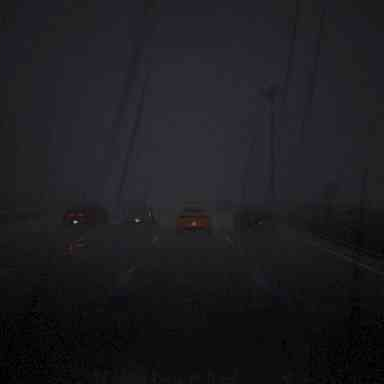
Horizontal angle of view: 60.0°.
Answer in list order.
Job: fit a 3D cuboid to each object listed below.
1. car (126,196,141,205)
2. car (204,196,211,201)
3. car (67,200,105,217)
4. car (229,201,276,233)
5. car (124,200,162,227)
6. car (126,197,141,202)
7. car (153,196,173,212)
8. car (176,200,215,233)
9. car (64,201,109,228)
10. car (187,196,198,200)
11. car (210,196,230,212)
[{"bbox_3d":[-10.477,1.568,60.184,1.812,1.442,4.674,0,0,0],"label":"car"},{"bbox_3d":[3.496,1.590,69.339,2.033,1.411,5.357,0,0,0],"label":"car"},{"bbox_3d":[-10.396,1.571,33.092,2.033,1.411,5.357,0,0,0],"label":"car"},{"bbox_3d":[3.603,1.492,19.805,1.882,1.535,5.008,0,0,0],"label":"car"},{"bbox_3d":[-3.397,1.542,22.999,1.812,1.442,4.674,0,0,0],"label":"car"},{"bbox_3d":[-6.895,1.506,40.059,1.882,1.535,5.008,0,0,0],"label":"car"},{"bbox_3d":[-3.409,1.554,39.554,1.812,1.442,4.674,0,0,0],"label":"car"},{"bbox_3d":[0.102,1.492,19.745,1.882,1.535,5.008,0,0,0],"label":"car"},{"bbox_3d":[-6.898,1.521,22.114,1.837,1.490,4.892,0,0,0],"label":"car"},{"bbox_3d":[0.105,1.533,38.515,1.837,1.490,4.892,0,0,0],"label":"car"},{"bbox_3d":[3.604,1.519,38.433,2.128,1.511,4.902,0,0,0],"label":"car"}]
